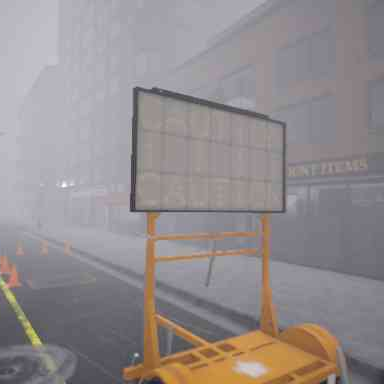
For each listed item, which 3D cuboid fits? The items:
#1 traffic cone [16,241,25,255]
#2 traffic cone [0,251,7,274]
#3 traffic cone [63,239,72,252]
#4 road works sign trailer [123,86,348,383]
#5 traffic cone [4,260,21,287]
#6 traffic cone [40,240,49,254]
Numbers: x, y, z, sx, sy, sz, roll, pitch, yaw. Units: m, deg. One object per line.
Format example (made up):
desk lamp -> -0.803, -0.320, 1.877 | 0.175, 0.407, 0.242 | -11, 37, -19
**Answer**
traffic cone -> -7.561, 2.456, 14.652 | 0.340, 0.580, 0.340 | 3, -3, -35
traffic cone -> -6.069, 2.319, 10.811 | 0.340, 0.580, 0.340 | 3, -3, -35
traffic cone -> -5.929, 2.534, 15.804 | 0.340, 0.580, 0.340 | 3, -3, -35
road works sign trailer -> 0.197, 0.663, 4.271 | 2.380, 3.560, 2.880 | 3, -3, -35
traffic cone -> -4.914, 2.270, 9.179 | 0.340, 0.580, 0.340 | 3, -3, -35
traffic cone -> -6.745, 2.495, 15.228 | 0.340, 0.580, 0.340 | 3, -3, -35
